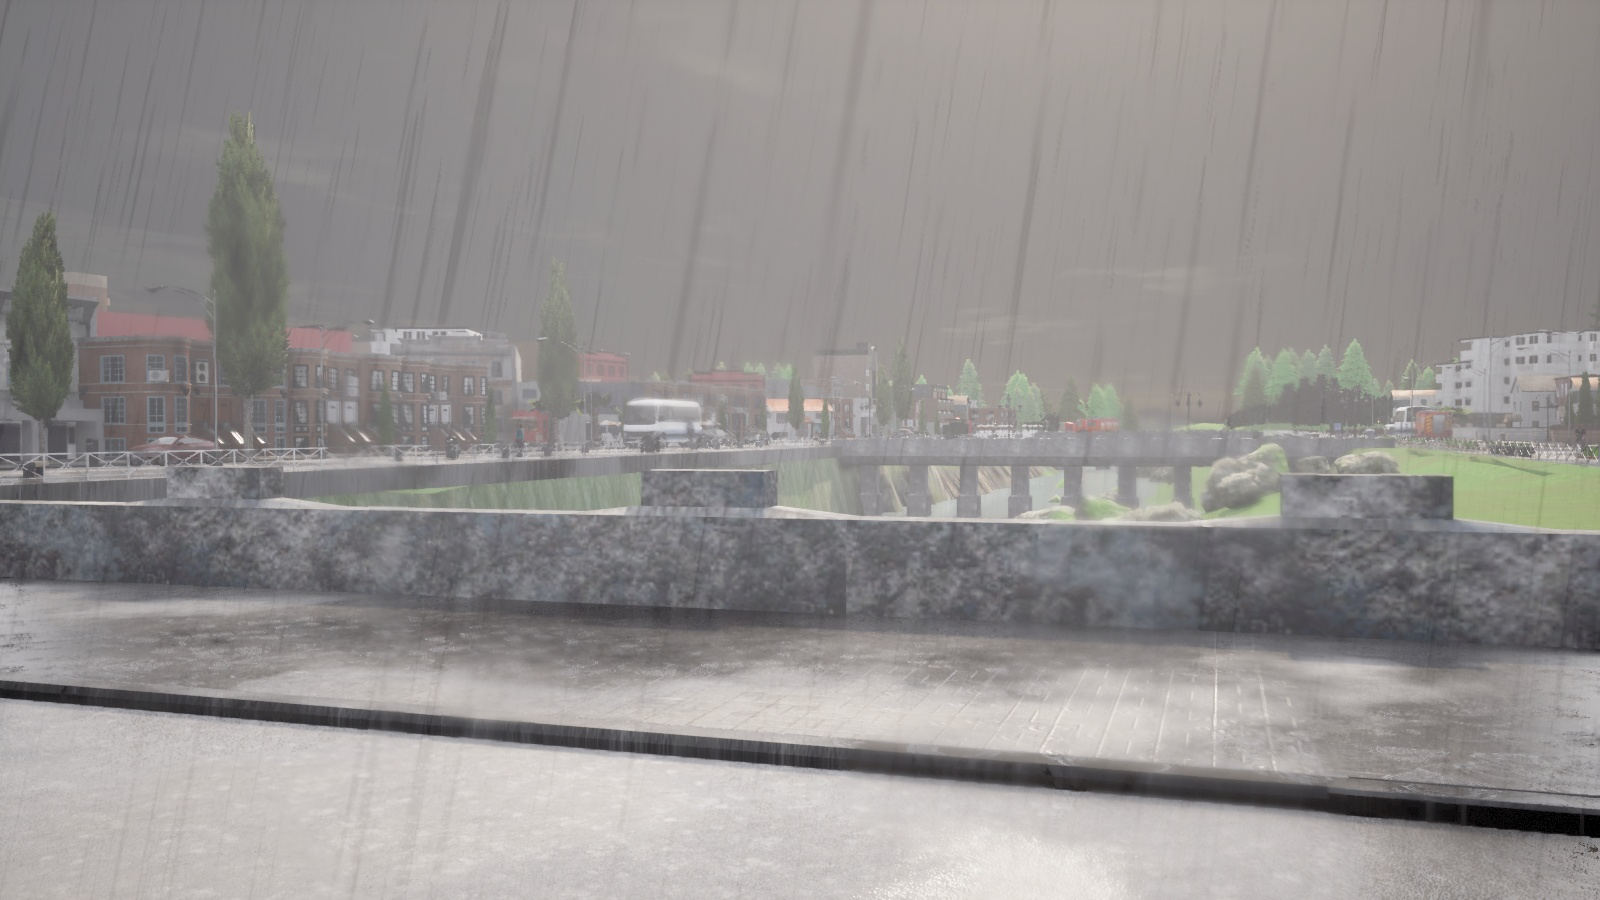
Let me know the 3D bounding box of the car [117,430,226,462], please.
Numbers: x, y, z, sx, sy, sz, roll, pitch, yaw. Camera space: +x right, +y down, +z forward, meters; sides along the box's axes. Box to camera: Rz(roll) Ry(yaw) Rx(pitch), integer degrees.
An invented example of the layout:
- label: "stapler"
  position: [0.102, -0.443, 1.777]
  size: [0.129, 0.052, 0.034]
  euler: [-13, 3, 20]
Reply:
- label: "car"
  position: [-29.443, -0.203, 58.984]
  size: [1.812, 1.442, 4.674]
  euler: [1, 1, 19]

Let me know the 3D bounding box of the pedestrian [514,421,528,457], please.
- label: "pedestrian"
  position: [-15.035, -0.602, 67.584]
  size: [0.396, 1.930, 0.692]
  euler: [1, 1, 23]
